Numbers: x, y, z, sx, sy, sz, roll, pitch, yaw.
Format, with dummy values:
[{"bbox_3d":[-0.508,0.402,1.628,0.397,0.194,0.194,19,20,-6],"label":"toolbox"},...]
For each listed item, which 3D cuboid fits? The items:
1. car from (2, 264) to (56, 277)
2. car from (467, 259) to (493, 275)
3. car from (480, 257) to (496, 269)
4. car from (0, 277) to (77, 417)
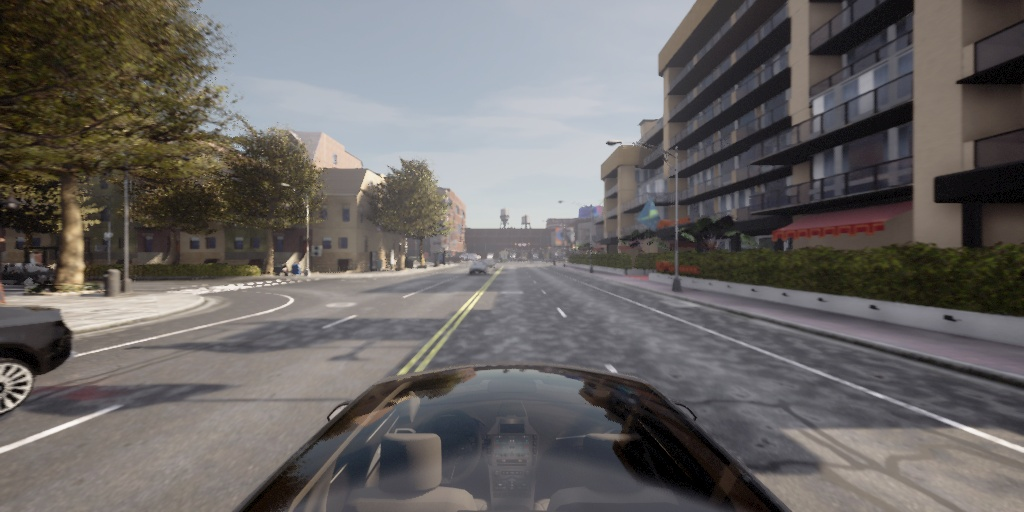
[{"bbox_3d":[-31.661,1.267,23.334,4.892,1.490,1.837,0,0,0],"label":"car"},{"bbox_3d":[-3.583,1.298,39.353,2.033,1.411,5.357,0,0,0],"label":"car"},{"bbox_3d":[-3.546,1.254,55.972,1.837,1.490,4.892,0,0,1],"label":"car"},{"bbox_3d":[-7.000,1.108,2.864,2.128,1.511,4.902,0,0,0],"label":"car"}]
